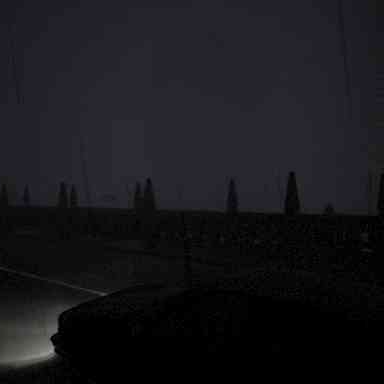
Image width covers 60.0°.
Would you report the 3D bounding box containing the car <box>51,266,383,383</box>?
[{"bbox_3d":[0.813,1.556,3.412,5.357,1.411,2.033,0,0,36],"label":"car"}]
